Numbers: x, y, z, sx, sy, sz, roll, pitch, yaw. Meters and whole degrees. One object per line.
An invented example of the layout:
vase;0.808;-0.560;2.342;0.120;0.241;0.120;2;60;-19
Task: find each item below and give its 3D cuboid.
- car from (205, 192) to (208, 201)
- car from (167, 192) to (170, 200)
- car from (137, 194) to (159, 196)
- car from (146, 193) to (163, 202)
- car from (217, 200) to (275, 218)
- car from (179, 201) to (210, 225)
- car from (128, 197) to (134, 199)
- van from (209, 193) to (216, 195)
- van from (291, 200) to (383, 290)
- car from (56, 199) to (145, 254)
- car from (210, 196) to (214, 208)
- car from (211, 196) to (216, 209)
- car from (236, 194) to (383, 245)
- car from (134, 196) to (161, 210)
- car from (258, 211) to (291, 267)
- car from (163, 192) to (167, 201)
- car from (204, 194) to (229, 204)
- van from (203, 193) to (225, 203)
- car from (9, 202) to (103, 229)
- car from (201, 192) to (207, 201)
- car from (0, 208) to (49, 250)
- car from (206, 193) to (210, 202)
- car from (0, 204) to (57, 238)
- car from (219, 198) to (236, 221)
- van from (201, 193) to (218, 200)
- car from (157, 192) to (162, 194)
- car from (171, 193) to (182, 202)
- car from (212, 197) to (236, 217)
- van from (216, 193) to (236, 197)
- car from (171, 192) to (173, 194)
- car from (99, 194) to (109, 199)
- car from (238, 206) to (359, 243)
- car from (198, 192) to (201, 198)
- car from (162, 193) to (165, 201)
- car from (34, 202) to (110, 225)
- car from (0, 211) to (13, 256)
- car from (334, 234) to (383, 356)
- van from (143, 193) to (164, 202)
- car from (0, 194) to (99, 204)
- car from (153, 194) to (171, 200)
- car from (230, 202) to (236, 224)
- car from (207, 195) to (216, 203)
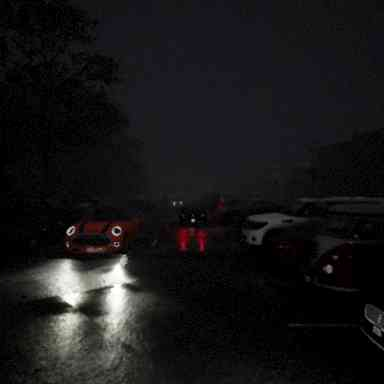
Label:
car;4.739;1.337;51.823;4.553;1.767;2.185;0;0;0
car;-8.419;1.236;76.451;5.566;2.045;2.435;0;0;0
car;-8.379;1.467;54.244;4.892;1.521;2.231;0;0;0
car;-8.190;1.466;57.021;5.366;1.575;1.946;0;0;0
car;4.697;1.471;29.396;4.792;1.488;2.163;0;0;0
car;0.071;1.559;23.695;1.895;1.301;4.718;0;0;0
car;-8.325;1.190;29.021;5.566;2.045;2.435;0;0;0
van;4.831;1.229;43.413;4.442;1.987;1.878;0;0;0
van;4.626;1.238;6.972;4.442;1.987;1.878;0;0;0
car;-3.349;1.322;13.248;2.097;1.767;4.553;0;0;0
car;4.748;1.479;37.806;4.792;1.488;2.163;0;0;0
car;4.750;1.476;35.003;4.792;1.488;2.163;0;0;0
car;4.710;1.200;12.580;5.566;2.045;2.435;0;0;0
car;-6.942;1.520;40.635;5.357;1.411;2.033;0;0;17
car;4.746;1.457;9.777;5.008;1.535;2.097;0;0;0
car;-8.413;1.228;68.124;5.566;2.045;2.435;0;0;0
car;4.668;1.348;63.036;4.553;1.767;2.185;0;0;0
van;4.578;1.253;68.643;4.442;1.987;1.878;0;0;0
car;-8.342;1.440;20.791;5.008;1.535;2.097;0;0;0
car;4.734;1.214;54.626;5.566;2.045;2.435;0;0;0
car;-8.311;1.482;12.436;4.792;1.488;2.163;0;0;0
car;4.681;1.332;46.216;4.553;1.767;2.185;0;0;0
car;-8.372;1.476;15.221;4.792;1.488;2.163;0;0;0
car;4.735;1.437;23.793;5.008;1.535;2.097;0;0;0
van;4.794;1.217;91.073;4.442;1.987;1.878;0;0;0
car;-8.411;1.348;62.571;4.553;1.767;2.185;0;0;0
car;-3.307;1.531;78.531;1.812;1.442;4.674;0;0;0
car;4.542;1.436;26.593;5.366;1.575;1.946;0;0;0
van;4.840;1.218;32.200;4.442;1.987;1.878;0;0;0
car;-8.396;1.447;90.335;5.008;1.535;2.097;0;0;0
car;-8.322;1.188;26.359;5.566;2.045;2.435;0;0;0
car;4.741;1.446;15.388;4.892;1.521;2.231;0;0;0
car;4.719;1.233;74.250;5.566;2.045;2.435;0;0;0
car;-8.353;1.506;65.348;4.792;1.488;2.163;0;0;0
car;-8.347;1.478;23.452;4.674;1.452;2.002;0;0;0
car;-8.333;1.458;9.651;5.008;1.535;2.097;0;0;0
car;4.750;1.471;4.170;4.892;1.521;2.231;0;0;0
van;-8.505;1.259;73.675;4.442;1.987;1.878;0;0;0
car;-8.317;1.190;18.004;5.566;2.045;2.435;0;0;0
car;-8.398;1.432;93.113;4.892;1.521;2.231;0;0;0
car;4.764;1.470;18.185;4.792;1.488;2.163;0;0;0
car;4.722;1.452;40.610;5.008;1.535;2.097;0;0;0
